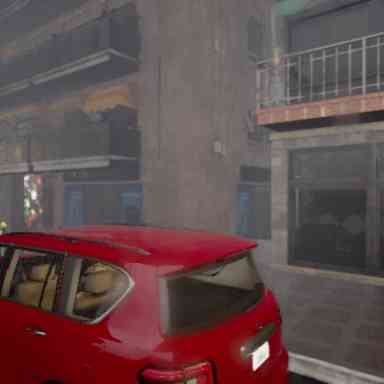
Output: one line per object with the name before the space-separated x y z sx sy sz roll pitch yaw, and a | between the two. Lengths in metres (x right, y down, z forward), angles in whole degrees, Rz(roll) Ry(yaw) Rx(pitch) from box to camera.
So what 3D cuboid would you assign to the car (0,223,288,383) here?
car | -1.428 1.305 3.895 5.009 1.841 2.192 0 0 36
